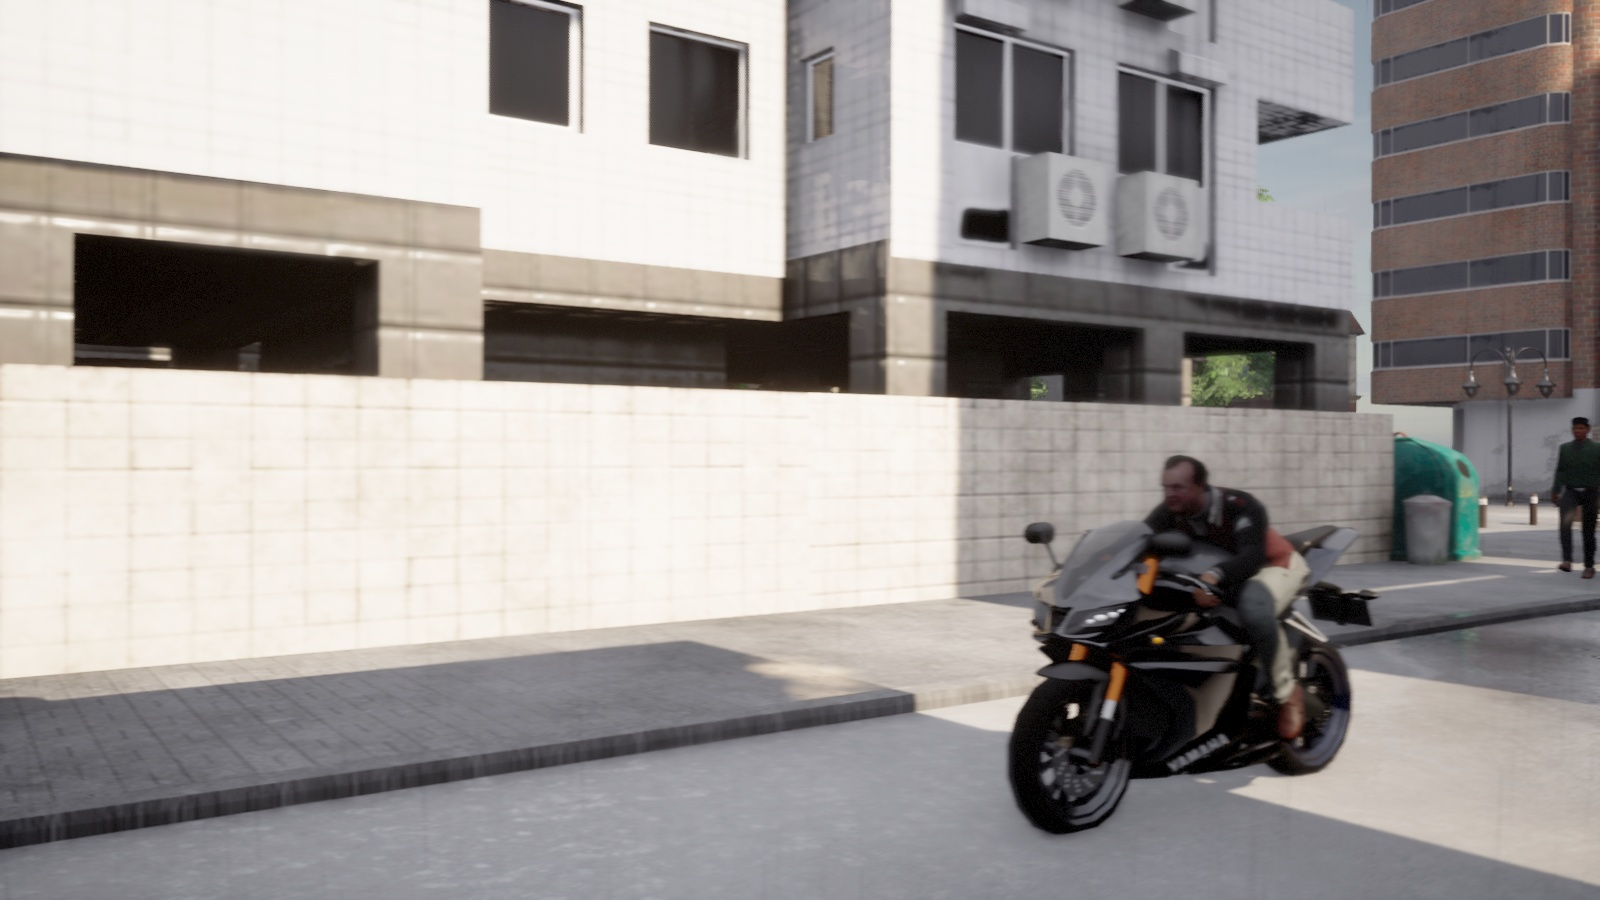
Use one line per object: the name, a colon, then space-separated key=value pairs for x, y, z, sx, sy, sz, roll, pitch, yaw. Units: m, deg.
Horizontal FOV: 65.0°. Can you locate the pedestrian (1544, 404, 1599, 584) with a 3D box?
pedestrian: x=8.645 y=0.475 z=13.979 sx=0.788 sy=1.949 sz=0.423 roll=0 pitch=0 yaw=-44

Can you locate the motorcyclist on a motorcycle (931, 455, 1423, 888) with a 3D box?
motorcyclist on a motorcycle: x=1.686 y=0.791 z=5.440 sx=2.191 sy=1.530 sz=0.866 roll=0 pitch=0 yaw=-35
